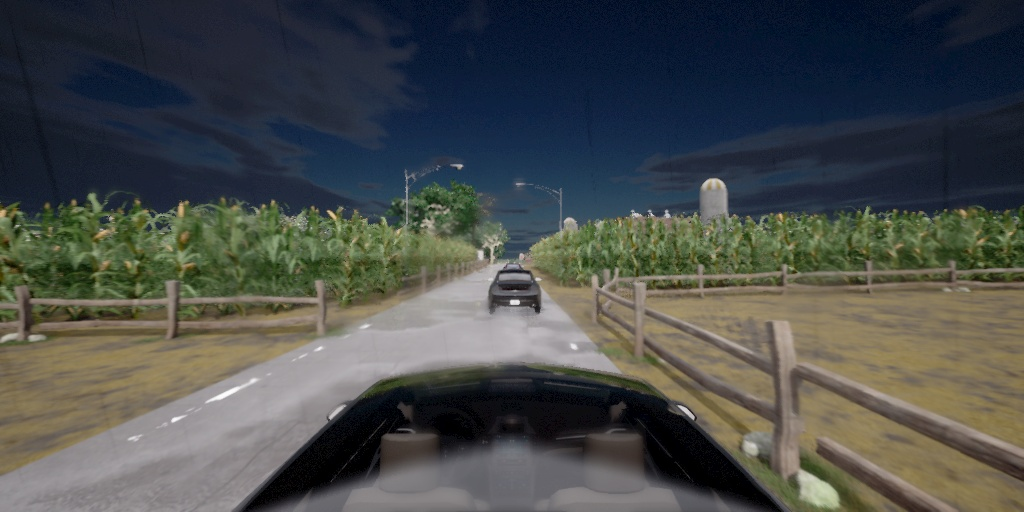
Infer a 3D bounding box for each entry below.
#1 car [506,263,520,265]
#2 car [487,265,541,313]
[{"bbox_3d":[0.090,1.314,31.731,1.994,1.385,4.181,0,0,0],"label":"car"},{"bbox_3d":[0.097,1.253,14.046,1.837,1.490,4.892,0,0,0],"label":"car"}]
